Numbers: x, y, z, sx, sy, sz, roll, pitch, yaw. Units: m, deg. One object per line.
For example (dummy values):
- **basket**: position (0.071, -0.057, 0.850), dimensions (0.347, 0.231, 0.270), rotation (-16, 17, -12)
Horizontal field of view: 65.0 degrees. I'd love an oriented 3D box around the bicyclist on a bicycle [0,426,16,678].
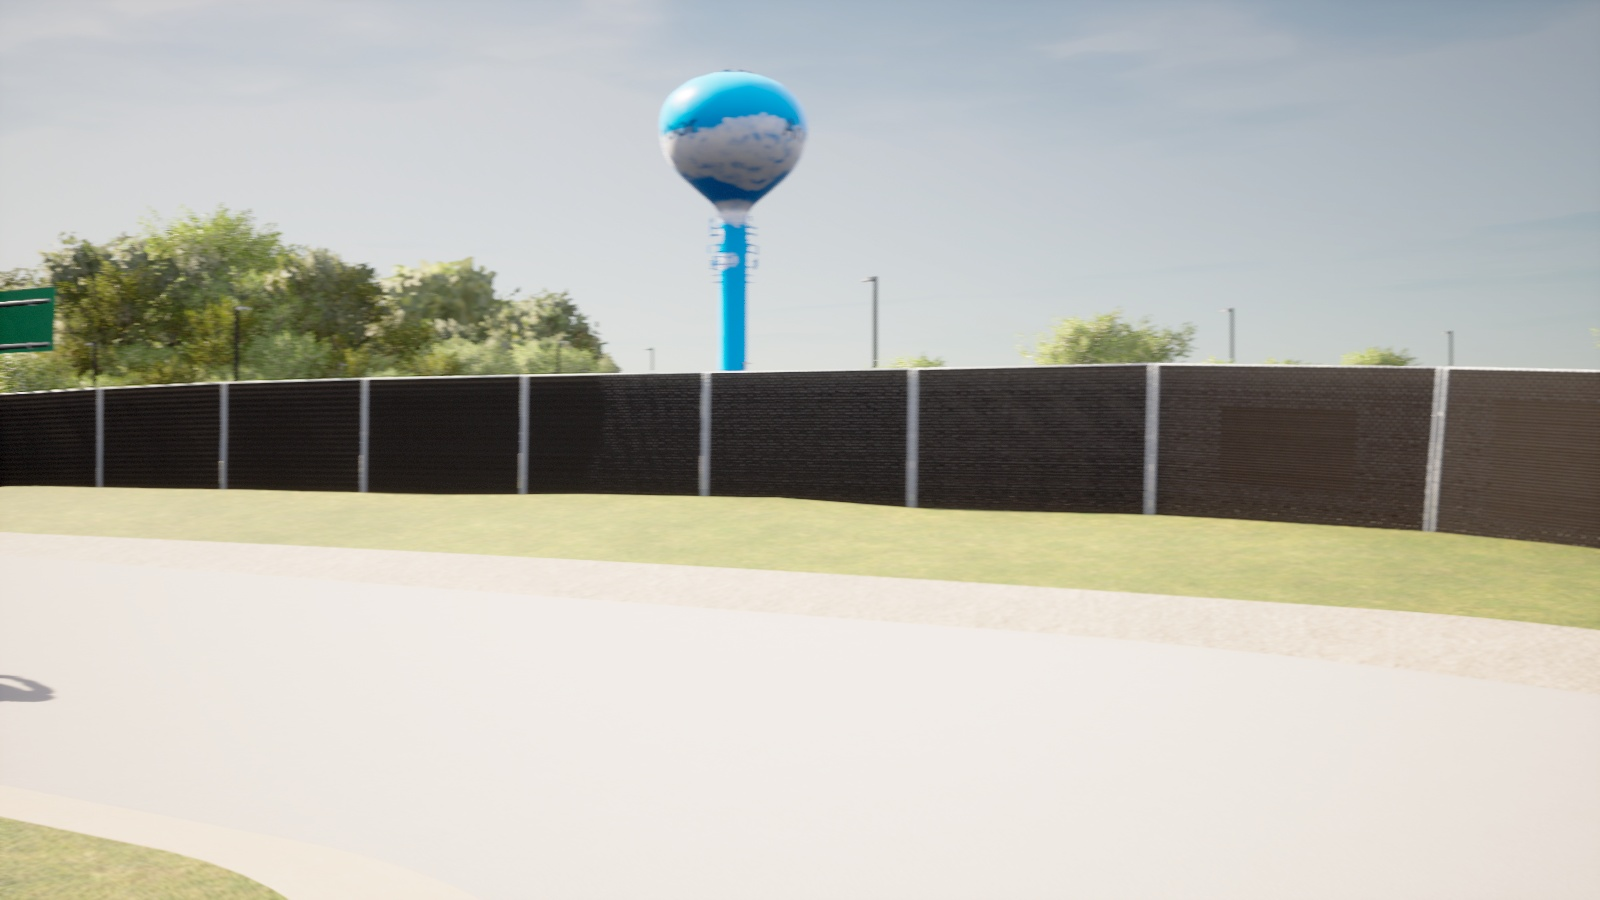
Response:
- **bicyclist on a bicycle**: position (-5.960, 0.649, 8.101), dimensions (1.509, 1.612, 0.866), rotation (0, 0, 27)
